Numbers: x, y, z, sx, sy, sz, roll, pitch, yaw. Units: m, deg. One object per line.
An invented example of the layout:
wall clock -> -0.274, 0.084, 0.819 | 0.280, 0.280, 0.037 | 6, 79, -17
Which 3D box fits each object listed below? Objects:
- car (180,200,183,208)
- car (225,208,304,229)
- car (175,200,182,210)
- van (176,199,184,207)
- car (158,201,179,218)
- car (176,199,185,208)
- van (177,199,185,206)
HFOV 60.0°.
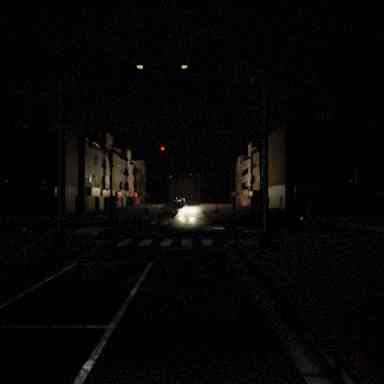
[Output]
car -> -2.638, 2.213, 47.045 | 1.802, 1.307, 4.206 | 0, -1, 0
car -> 5.107, 1.851, 23.661 | 5.357, 1.411, 2.033 | 0, -1, 0
car -> -2.637, 2.095, 41.440 | 1.887, 1.381, 4.507 | 0, -1, 0
van -> -2.641, 2.397, 75.072 | 1.690, 1.788, 3.998 | 0, -1, 0
car -> -2.636, 1.994, 35.666 | 1.752, 1.417, 4.829 | 0, -1, 0
car -> -2.639, 2.238, 58.256 | 1.967, 1.590, 4.097 | 0, -1, 0
van -> -2.642, 2.485, 80.677 | 1.690, 1.788, 3.998 | 0, -1, 0
